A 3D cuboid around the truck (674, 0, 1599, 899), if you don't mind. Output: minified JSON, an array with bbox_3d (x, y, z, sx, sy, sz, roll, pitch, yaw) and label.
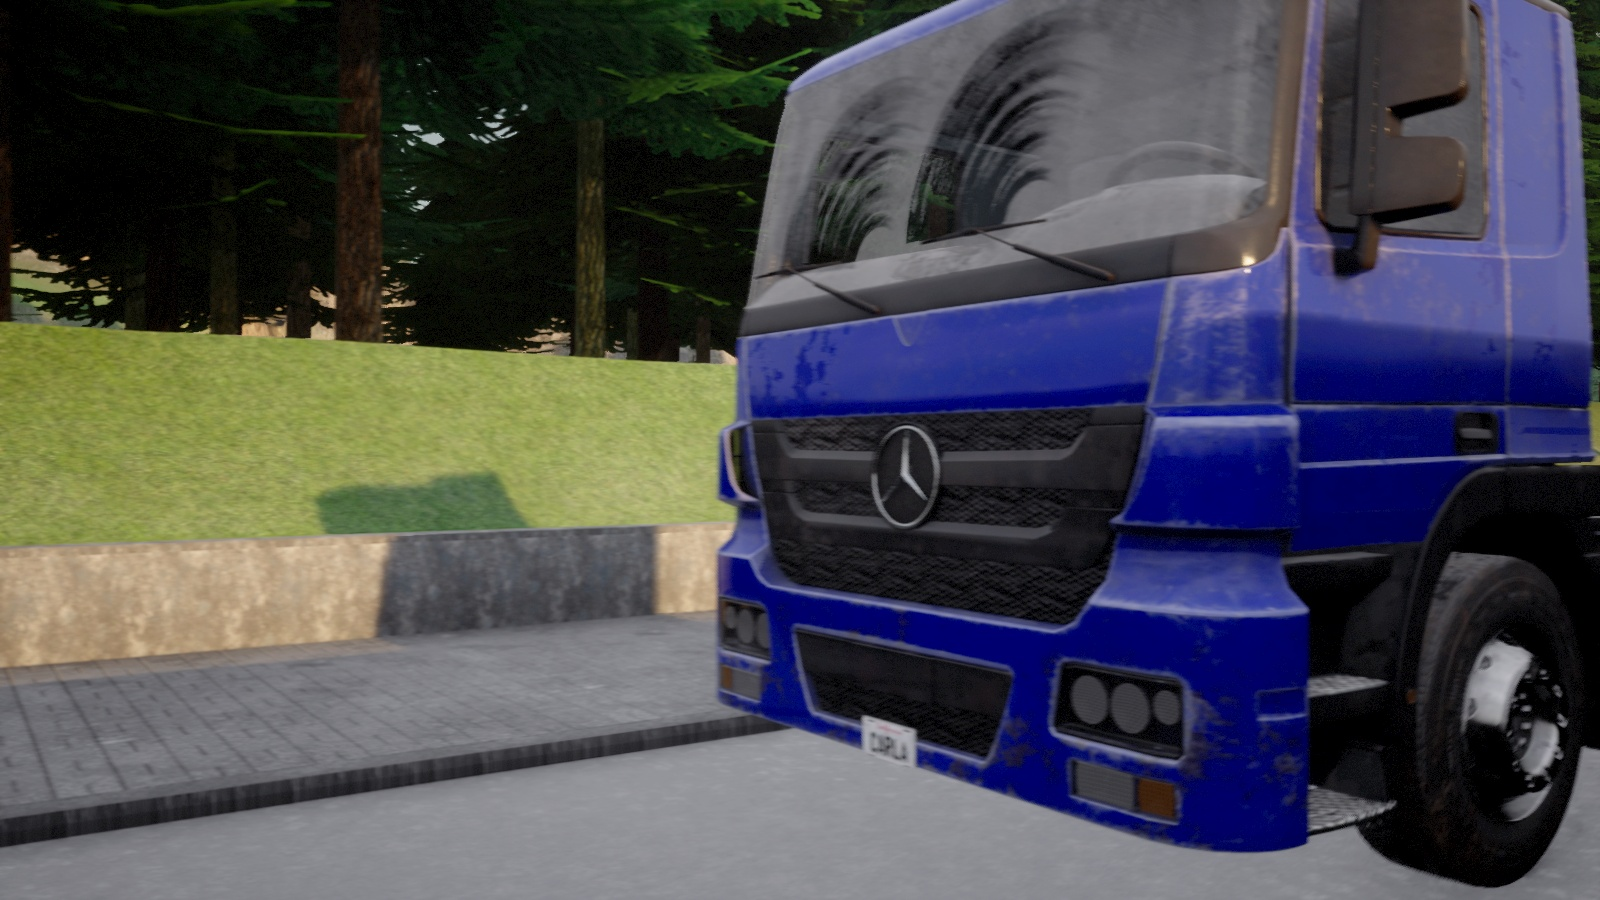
[{"bbox_3d":[3.520,-0.228,6.720,7.936,3.462,2.891,0,0,-35],"label":"truck"}]
